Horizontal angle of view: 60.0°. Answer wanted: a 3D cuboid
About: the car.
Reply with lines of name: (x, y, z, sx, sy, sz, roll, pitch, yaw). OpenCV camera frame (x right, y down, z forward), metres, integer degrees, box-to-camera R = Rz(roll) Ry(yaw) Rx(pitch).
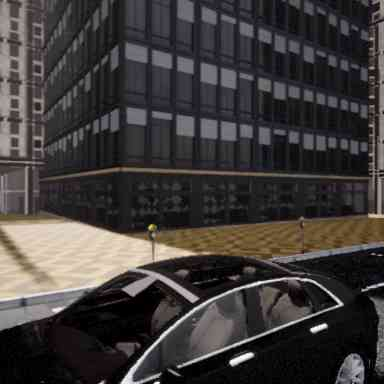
car: (-0.053, 1.498, 3.322, 4.892, 1.490, 1.837, 0, 0, -34)
